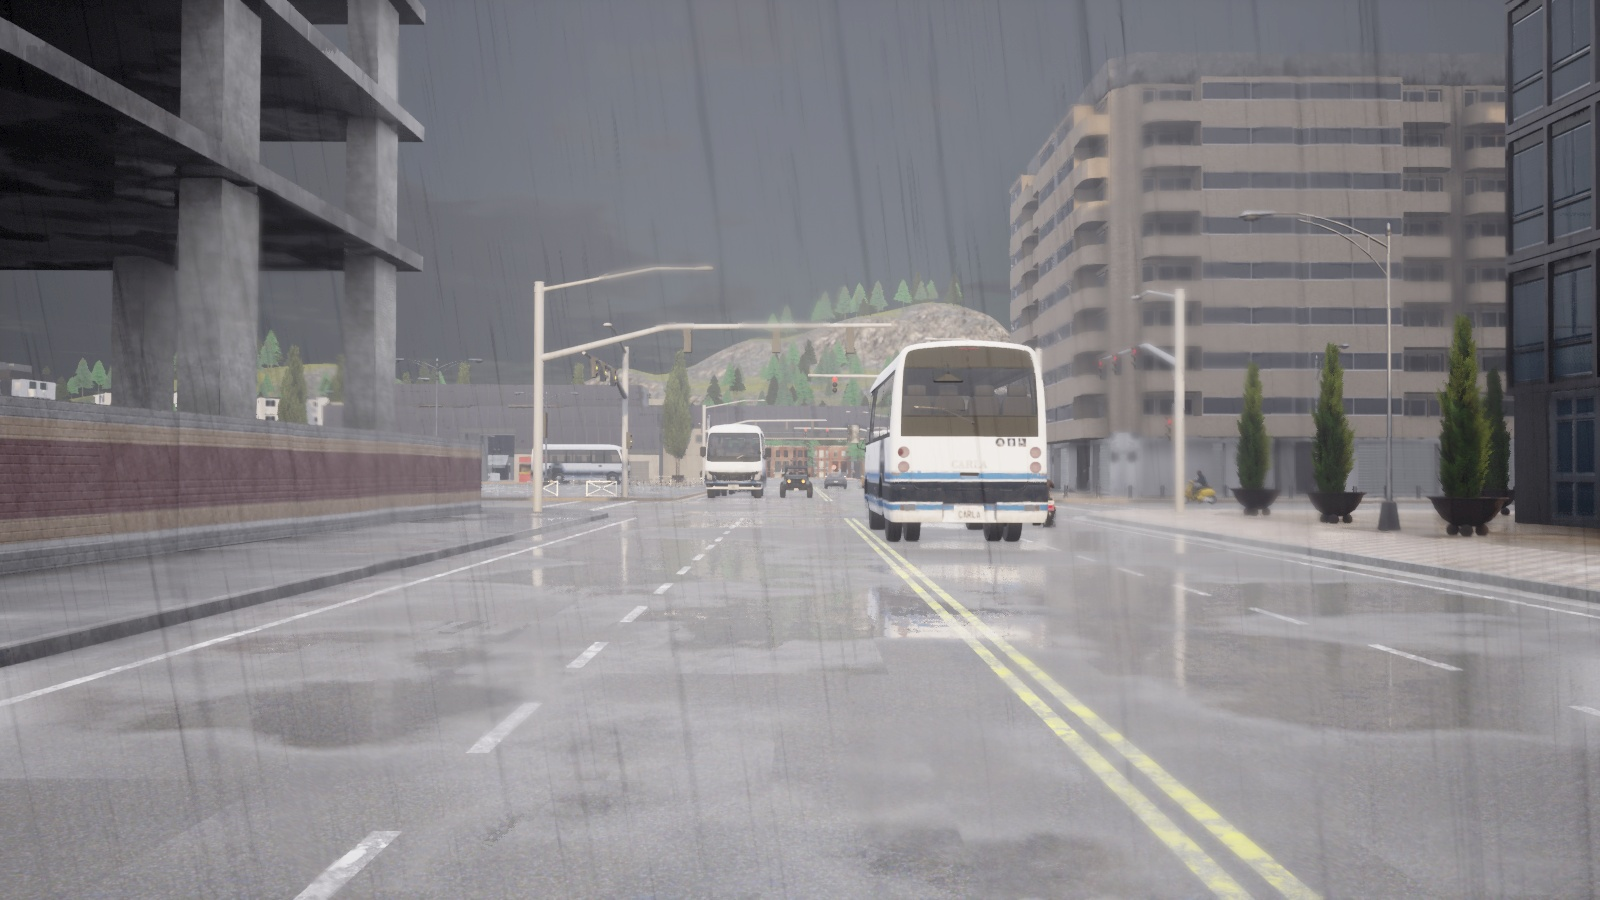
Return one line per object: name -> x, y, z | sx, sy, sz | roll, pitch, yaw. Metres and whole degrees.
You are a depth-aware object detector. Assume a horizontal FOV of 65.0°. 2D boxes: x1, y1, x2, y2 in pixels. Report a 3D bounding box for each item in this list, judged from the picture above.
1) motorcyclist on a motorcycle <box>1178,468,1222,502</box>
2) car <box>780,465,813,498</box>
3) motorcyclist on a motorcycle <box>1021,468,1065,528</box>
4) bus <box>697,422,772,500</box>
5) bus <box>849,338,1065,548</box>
motorcyclist on a motorcycle -> 18.928, 1.633, 59.455 | 1.817, 1.590, 0.866 | 0, -1, -1
car -> -0.204, 1.853, 74.108 | 1.905, 1.878, 3.866 | 0, -1, 0
motorcyclist on a motorcycle -> 6.902, 1.336, 35.735 | 0.766, 1.649, 2.350 | 0, -1, 0
bus -> -3.709, 0.698, 74.342 | 3.944, 4.253, 10.273 | 0, -1, 0
bus -> 3.410, -0.060, 30.769 | 3.944, 4.253, 10.273 | 0, -1, 0
